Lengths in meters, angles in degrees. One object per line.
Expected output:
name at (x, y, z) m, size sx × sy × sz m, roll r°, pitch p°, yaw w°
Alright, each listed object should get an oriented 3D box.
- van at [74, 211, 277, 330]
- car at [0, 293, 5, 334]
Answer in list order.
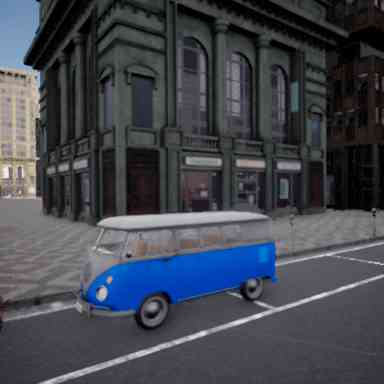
van at (-0.111, 1.313, 6.572) m, size 3.998 × 1.788 × 1.690 m, roll -1°, pitch 0°, yaw -36°
car at (-4.699, 1.332, 3.299) m, size 5.009 × 1.841 × 2.192 m, roll -1°, pitch 0°, yaw -36°
